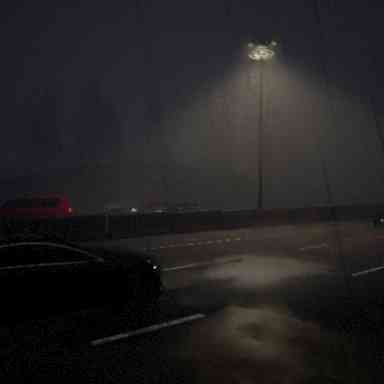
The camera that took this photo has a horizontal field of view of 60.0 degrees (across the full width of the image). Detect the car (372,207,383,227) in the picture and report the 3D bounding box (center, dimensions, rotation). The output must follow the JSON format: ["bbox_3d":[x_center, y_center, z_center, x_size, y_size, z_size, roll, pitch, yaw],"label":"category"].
[{"bbox_3d":[13.801,1.587,22.184,4.674,1.442,1.812,0,0,-35],"label":"car"}]

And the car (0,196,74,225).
[{"bbox_3d":[-9.509,1.238,18.583,5.566,2.045,2.150,0,0,-35],"label":"car"}]

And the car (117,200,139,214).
[{"bbox_3d":[-3.375,1.408,27.256,4.553,1.767,2.097,0,0,-35],"label":"car"}]

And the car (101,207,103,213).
[{"bbox_3d":[-6.800,1.581,33.426,4.674,1.442,1.812,0,0,-35],"label":"car"}]

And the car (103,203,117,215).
[{"bbox_3d":[-5.254,1.656,30.214,4.718,1.301,1.895,0,0,-35],"label":"car"}]

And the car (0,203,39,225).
[{"bbox_3d":[-13.625,1.579,24.250,4.181,1.385,1.994,1,0,-35],"label":"car"}]

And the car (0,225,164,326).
[{"bbox_3d":[-2.851,1.500,6.011,4.902,1.511,2.128,1,0,-36],"label":"car"}]

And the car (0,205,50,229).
[{"bbox_3d":[-11.572,1.580,21.411,4.181,1.385,1.994,0,0,-35],"label":"car"}]

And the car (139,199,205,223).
[{"bbox_3d":[-1.211,1.409,24.500,4.553,1.767,2.097,0,0,-35],"label":"car"}]
